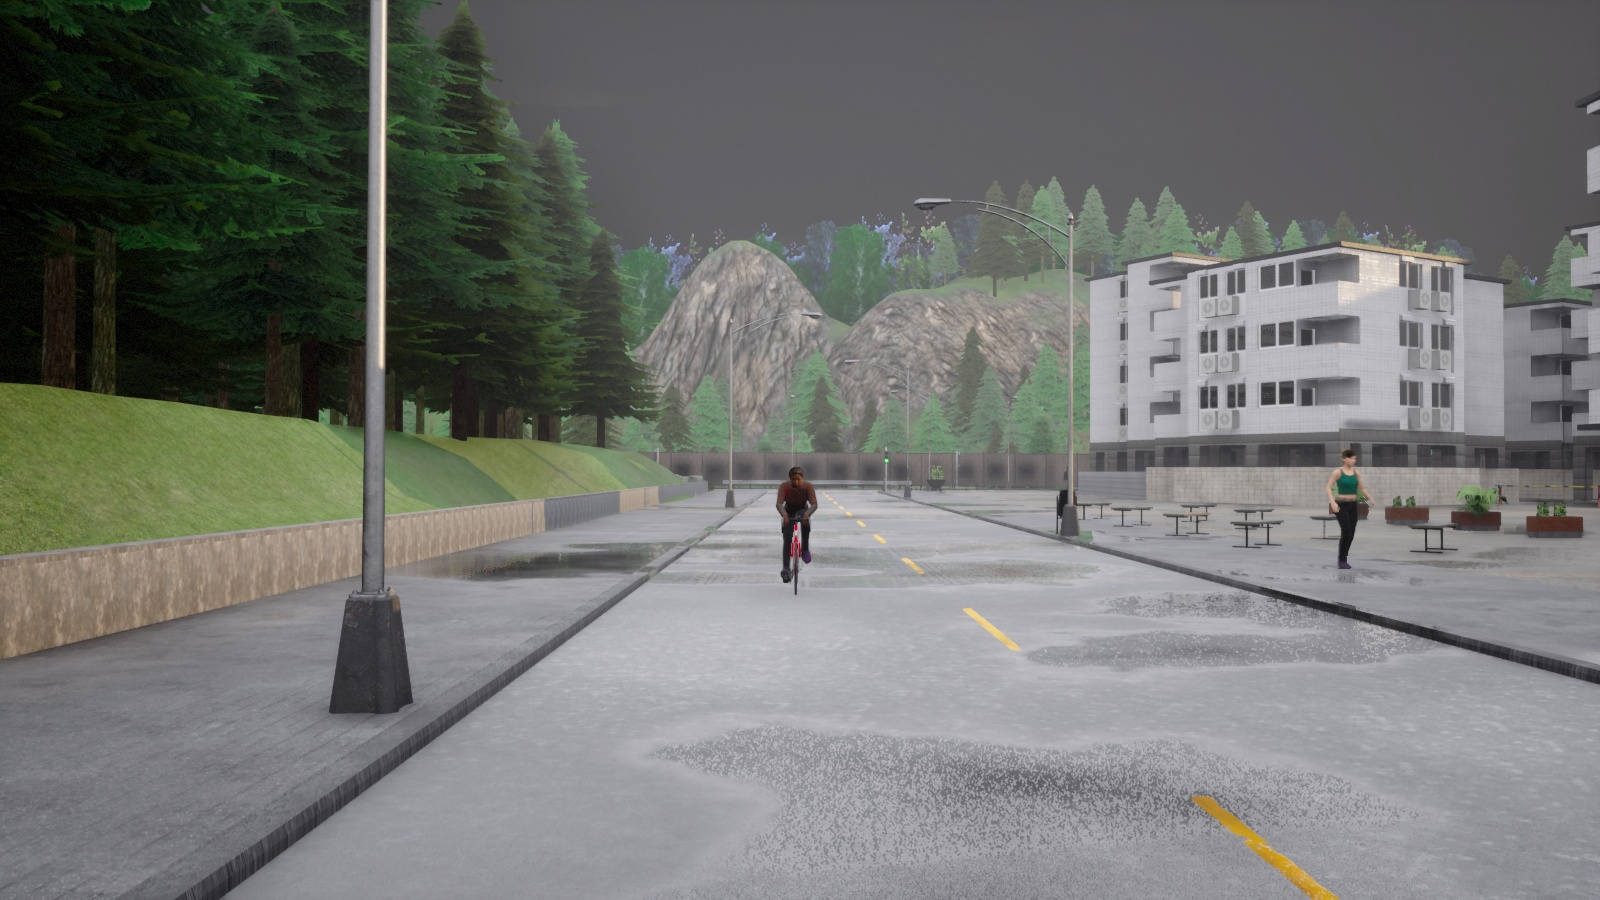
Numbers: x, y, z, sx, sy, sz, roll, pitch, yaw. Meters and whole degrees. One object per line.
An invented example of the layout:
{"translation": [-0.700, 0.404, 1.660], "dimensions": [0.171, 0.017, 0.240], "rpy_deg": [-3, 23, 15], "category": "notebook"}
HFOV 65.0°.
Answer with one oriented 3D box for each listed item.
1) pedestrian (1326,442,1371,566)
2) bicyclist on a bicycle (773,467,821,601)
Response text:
{"translation": [8.285, 0.809, 18.990], "dimensions": [0.345, 1.836, 0.594], "rpy_deg": [0, -1, -8], "category": "pedestrian"}
{"translation": [-0.042, 1.038, 16.141], "dimensions": [0.582, 1.620, 1.656], "rpy_deg": [0, -1, 0], "category": "bicyclist on a bicycle"}
